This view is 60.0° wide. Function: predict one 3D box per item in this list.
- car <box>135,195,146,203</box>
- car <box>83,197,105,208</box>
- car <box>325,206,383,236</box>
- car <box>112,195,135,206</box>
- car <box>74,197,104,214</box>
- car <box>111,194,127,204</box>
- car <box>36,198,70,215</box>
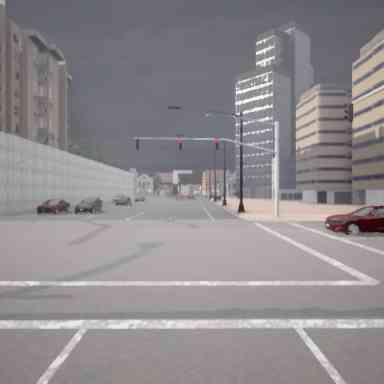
[{"bbox_3d":[-10.645,1.452,68.597,1.837,1.490,4.892,0,0,0],"label":"car"},{"bbox_3d":[-14.200,1.493,48.378,1.812,1.442,4.674,0,0,0],"label":"car"},{"bbox_3d":[9.714,1.471,17.689,5.008,1.535,1.882,0,0,0],"label":"car"},{"bbox_3d":[-10.701,1.467,52.285,1.837,1.490,4.892,0,0,0],"label":"car"},{"bbox_3d":[-10.683,1.480,34.625,1.837,1.490,4.892,0,0,0],"label":"car"},{"bbox_3d":[-14.160,1.308,64.720,2.097,1.767,4.553,0,0,0],"label":"car"},{"bbox_3d":[-14.173,1.454,34.238,1.882,1.535,5.008,0,1,0],"label":"car"}]
